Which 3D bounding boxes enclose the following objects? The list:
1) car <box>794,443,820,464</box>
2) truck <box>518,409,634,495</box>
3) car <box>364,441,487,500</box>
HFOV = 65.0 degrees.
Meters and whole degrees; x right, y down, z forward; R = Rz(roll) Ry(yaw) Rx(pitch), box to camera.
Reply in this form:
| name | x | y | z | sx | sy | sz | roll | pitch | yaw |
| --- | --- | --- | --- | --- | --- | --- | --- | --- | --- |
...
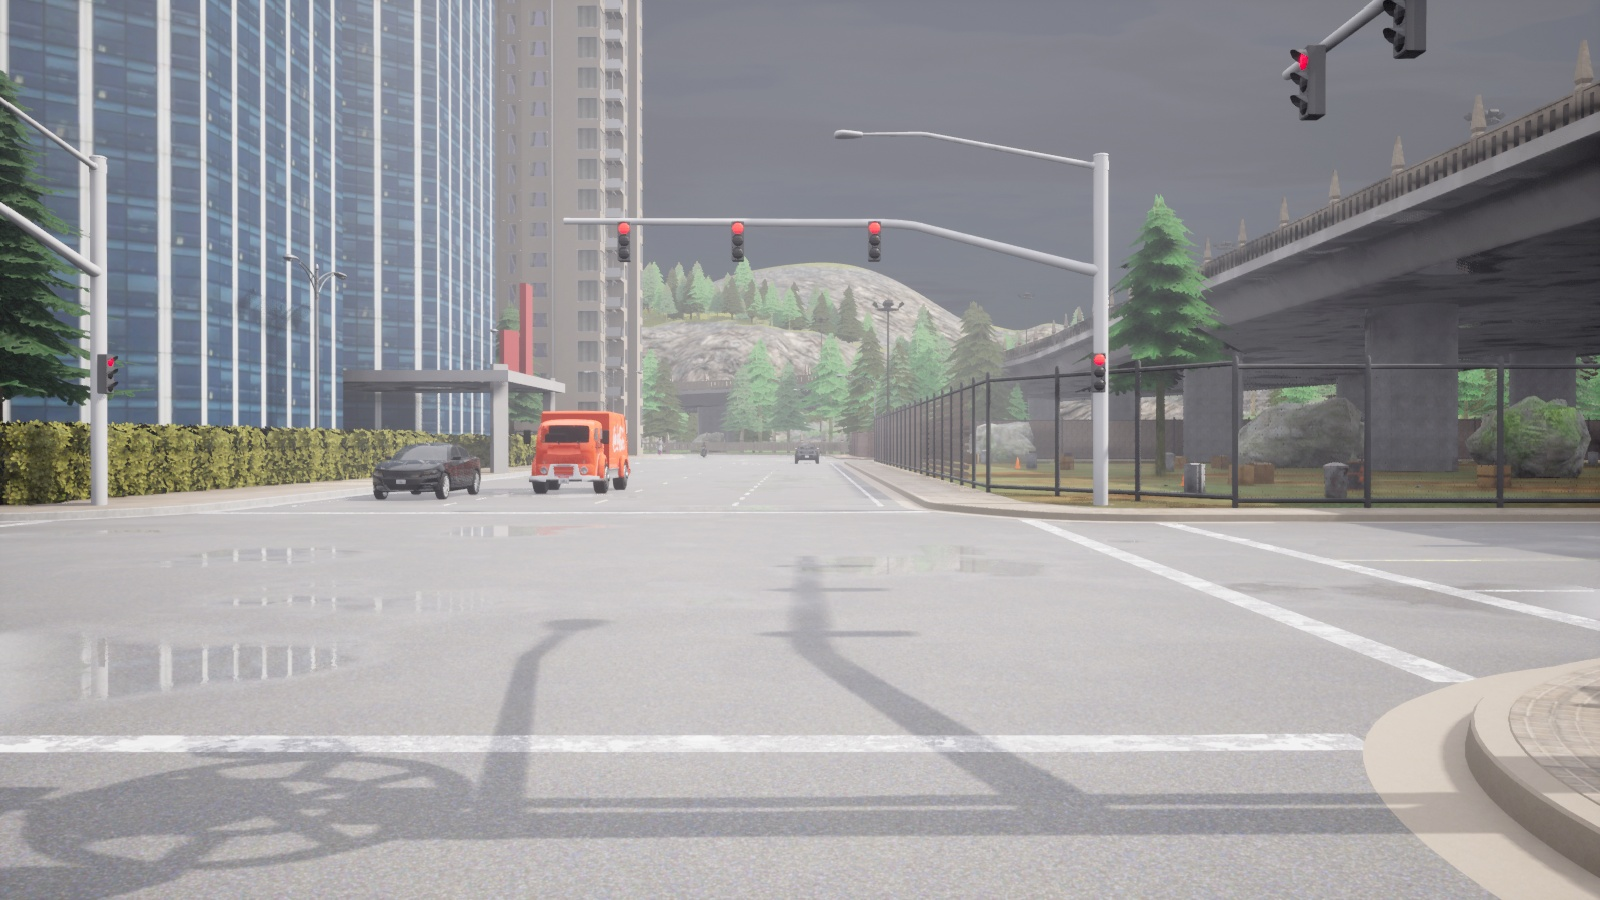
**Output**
| name | x | y | z | sx | sy | sz | roll | pitch | yaw |
| --- | --- | --- | --- | --- | --- | --- | --- | --- | --- |
| car | 0.499 | 0.246 | 91.150 | 1.816 | 1.474 | 4.193 | 0 | 0 | 0 |
| truck | -6.780 | 0.036 | 38.678 | 2.627 | 2.467 | 5.204 | 0 | 0 | 0 |
| car | -10.300 | 0.519 | 34.939 | 1.882 | 1.535 | 5.008 | 0 | 0 | 0 |
